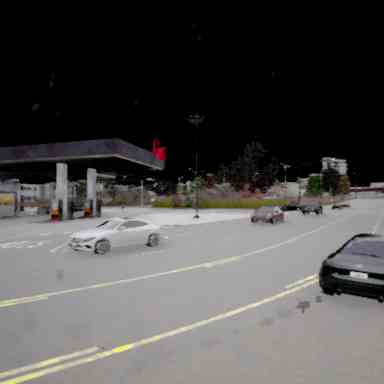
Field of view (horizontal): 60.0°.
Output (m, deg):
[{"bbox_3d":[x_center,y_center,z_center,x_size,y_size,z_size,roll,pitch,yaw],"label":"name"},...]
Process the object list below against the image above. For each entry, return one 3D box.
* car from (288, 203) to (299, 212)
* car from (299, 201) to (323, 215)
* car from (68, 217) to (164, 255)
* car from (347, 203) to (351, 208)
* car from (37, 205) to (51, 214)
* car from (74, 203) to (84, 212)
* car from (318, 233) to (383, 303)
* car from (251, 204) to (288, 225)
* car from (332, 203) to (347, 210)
[{"bbox_3d":[19.237,2.971,64.429,5.008,1.535,1.882,-1,-2,31],"label":"car"},{"bbox_3d":[17.945,2.356,49.286,2.150,2.045,5.566,-1,-2,31],"label":"car"},{"bbox_3d":[-3.320,1.915,15.383,1.812,1.442,4.674,-1,-2,41],"label":"car"},{"bbox_3d":[39.680,3.442,85.425,2.033,1.411,5.357,-1,-1,31],"label":"car"},{"bbox_3d":[-23.399,2.855,54.319,3.806,1.475,1.970,-1,-2,31],"label":"car"},{"bbox_3d":[-21.121,2.815,59.650,4.611,1.667,2.242,-1,-2,31],"label":"car"},{"bbox_3d":[4.854,1.758,8.497,1.994,1.385,4.181,-1,-2,42],"label":"car"},{"bbox_3d":[7.192,2.091,31.416,2.097,1.767,4.553,-1,-2,31],"label":"car"},{"bbox_3d":[31.315,3.160,71.469,2.033,1.411,5.357,-1,-2,31],"label":"car"}]
